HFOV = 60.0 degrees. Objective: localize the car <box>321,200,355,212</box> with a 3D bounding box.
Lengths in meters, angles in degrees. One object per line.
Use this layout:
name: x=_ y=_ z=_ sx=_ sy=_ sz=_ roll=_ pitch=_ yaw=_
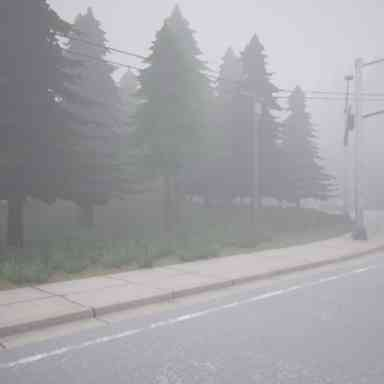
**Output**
car: x=16.420 y=1.472 z=37.921 sx=1.812 sy=1.442 sz=4.674 roll=0 pitch=0 yaw=-16
